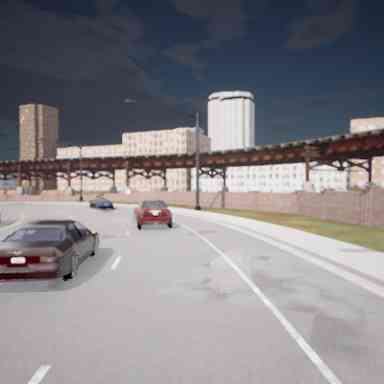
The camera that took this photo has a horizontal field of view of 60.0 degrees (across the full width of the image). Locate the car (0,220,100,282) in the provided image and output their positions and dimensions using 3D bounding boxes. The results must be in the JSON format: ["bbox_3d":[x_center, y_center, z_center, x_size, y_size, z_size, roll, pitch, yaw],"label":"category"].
[{"bbox_3d":[-4.023,1.515,9.692,2.033,1.411,5.357,0,0,-6],"label":"car"}]

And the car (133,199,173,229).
[{"bbox_3d":[-2.604,1.247,21.233,2.097,1.767,4.553,-1,0,-13],"label":"car"}]

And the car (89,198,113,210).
[{"bbox_3d":[-11.029,1.408,40.177,1.994,1.385,4.181,-1,1,-33],"label":"car"}]

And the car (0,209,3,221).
[{"bbox_3d":[-13.704,1.484,21.540,2.128,1.511,4.902,-1,0,-19],"label":"car"}]
